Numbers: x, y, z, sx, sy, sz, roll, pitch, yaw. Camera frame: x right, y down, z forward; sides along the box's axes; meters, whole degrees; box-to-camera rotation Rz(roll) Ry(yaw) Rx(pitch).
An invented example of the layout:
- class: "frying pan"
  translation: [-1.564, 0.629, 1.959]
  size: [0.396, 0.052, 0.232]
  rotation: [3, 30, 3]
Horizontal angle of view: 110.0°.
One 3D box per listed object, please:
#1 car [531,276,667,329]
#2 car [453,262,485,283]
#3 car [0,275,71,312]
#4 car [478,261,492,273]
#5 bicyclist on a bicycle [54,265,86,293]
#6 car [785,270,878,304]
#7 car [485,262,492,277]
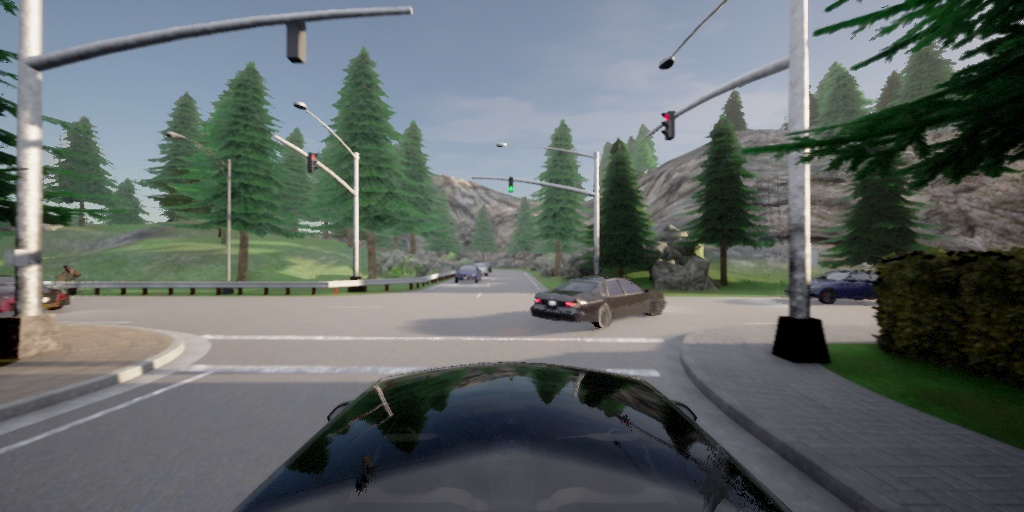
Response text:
- class: "car"
  translation: [2.987, 1.349, 11.580]
  size: [5.357, 1.411, 2.033]
  rotation: [0, -1, -42]
- class: "car"
  translation: [-3.598, 1.448, 29.972]
  size: [1.812, 1.442, 4.674]
  rotation: [0, 0, 0]
- class: "car"
  translation: [-18.493, 1.365, 12.632]
  size: [4.181, 1.385, 1.994]
  rotation: [0, 0, 0]
- class: "car"
  translation: [-3.798, 1.522, 50.031]
  size: [1.882, 1.535, 5.008]
  rotation: [0, 0, -4]
- class: "bicyclist on a bicycle"
  translation: [-24.512, 1.294, 19.824]
  size: [0.582, 1.620, 1.656]
  rotation: [1, 1, 1]
- class: "car"
  translation: [15.000, 1.349, 16.118]
  size: [4.674, 1.442, 1.812]
  rotation: [0, 0, 0]
- class: "car"
  translation: [-3.599, 1.509, 39.990]
  size: [1.812, 1.442, 4.674]
  rotation: [0, 0, 0]
